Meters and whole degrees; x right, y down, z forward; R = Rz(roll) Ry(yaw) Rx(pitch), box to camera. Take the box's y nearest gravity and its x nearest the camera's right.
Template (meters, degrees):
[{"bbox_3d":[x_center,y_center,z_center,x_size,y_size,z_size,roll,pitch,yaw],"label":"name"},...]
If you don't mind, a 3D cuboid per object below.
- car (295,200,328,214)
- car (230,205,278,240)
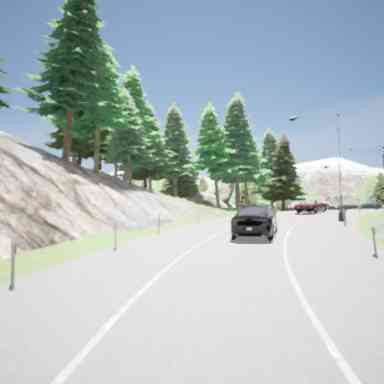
[{"bbox_3d":[11.736,1.423,32.445,1.895,1.301,4.718,-3,-2,37],"label":"car"},{"bbox_3d":[3.190,1.406,16.637,1.882,1.535,5.008,-1,0,17],"label":"car"}]
